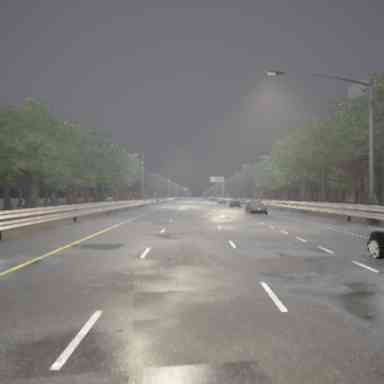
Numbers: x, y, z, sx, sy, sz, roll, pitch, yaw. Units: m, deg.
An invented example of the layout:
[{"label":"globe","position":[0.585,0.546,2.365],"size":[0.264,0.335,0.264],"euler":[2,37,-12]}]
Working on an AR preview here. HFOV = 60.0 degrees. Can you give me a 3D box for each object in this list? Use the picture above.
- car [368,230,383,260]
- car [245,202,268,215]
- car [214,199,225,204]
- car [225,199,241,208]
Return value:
[{"label":"car","position":[7.008,1.511,9.506],"size":[1.882,1.535,5.008],"euler":[0,0,0]},{"label":"car","position":[7.084,1.761,37.049],"size":[1.994,1.385,4.181],"euler":[0,-1,0]},{"label":"car","position":[7.406,2.367,84.483],"size":[1.994,1.385,4.181],"euler":[0,-1,1]},{"label":"car","position":[7.185,1.941,56.631],"size":[1.837,1.490,4.892],"euler":[0,-1,0]}]
